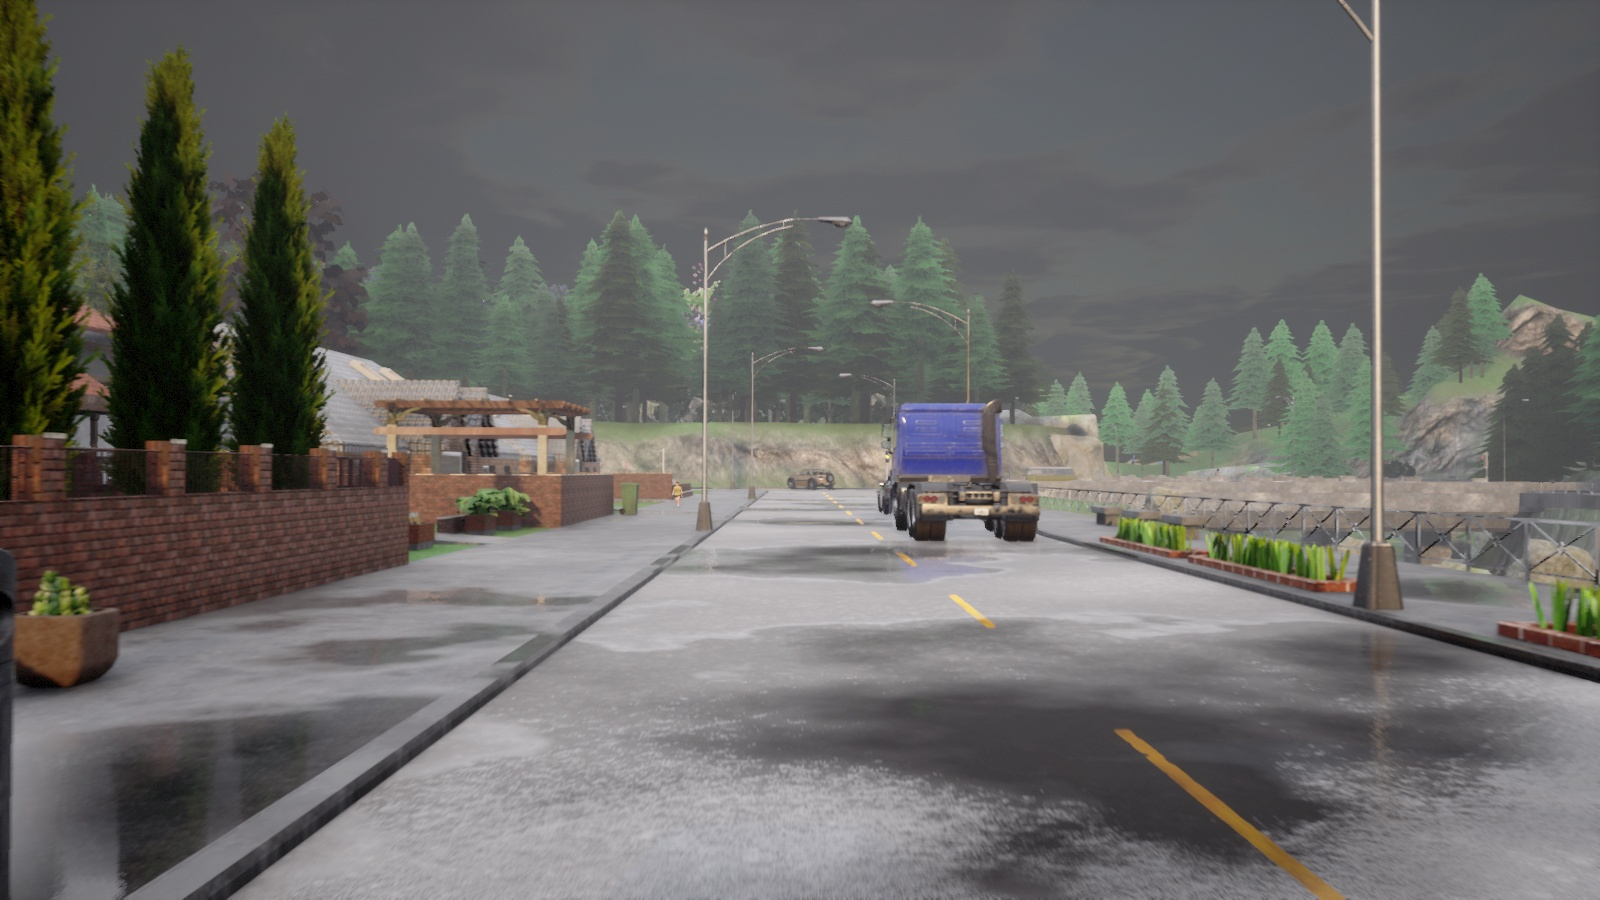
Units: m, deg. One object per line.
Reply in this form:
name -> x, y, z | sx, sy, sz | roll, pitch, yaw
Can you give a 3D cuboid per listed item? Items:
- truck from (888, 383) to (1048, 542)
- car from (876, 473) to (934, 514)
truck -> 3.923, 0.341, 31.301 | 2.891, 3.462, 7.936 | 0, -1, 0
car -> 3.890, 1.601, 47.113 | 1.816, 1.474, 4.193 | 0, -1, 0
